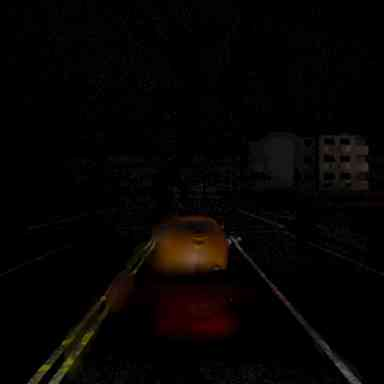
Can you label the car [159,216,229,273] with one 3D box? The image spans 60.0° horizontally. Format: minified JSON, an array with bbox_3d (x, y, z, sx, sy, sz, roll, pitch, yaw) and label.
[{"bbox_3d":[0.070,1.505,10.767,1.882,1.535,5.008,0,0,0],"label":"car"}]
